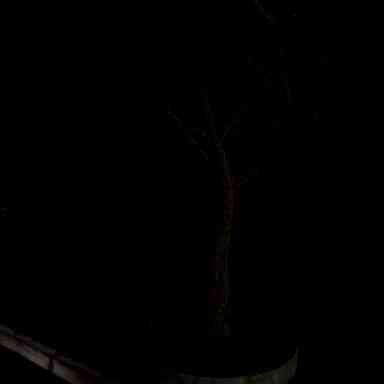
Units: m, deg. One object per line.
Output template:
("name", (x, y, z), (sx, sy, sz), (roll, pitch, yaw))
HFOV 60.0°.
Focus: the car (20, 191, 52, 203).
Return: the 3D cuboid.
("car", (-19.542, 0.922, 41.592), (2.150, 2.045, 5.566), (1, 0, 32))
